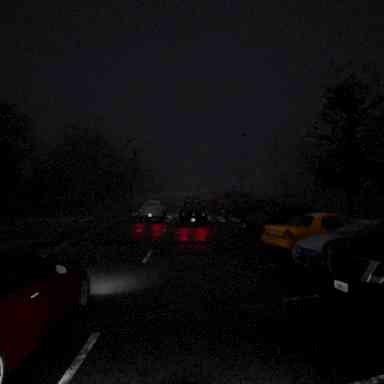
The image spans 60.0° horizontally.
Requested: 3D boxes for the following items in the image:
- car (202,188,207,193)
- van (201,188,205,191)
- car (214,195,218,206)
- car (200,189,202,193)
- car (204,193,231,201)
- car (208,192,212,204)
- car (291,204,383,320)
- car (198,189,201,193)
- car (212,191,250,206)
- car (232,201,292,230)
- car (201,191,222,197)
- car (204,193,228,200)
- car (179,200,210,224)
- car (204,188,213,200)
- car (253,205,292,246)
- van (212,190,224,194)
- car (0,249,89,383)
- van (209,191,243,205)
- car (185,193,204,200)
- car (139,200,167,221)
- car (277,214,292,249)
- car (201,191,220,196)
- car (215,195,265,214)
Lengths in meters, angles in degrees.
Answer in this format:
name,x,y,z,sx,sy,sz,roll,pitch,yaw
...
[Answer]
name,x,y,z,sx,sy,sz,roll,pitch,yaw
car,5.057,0.848,51.346,5.566,2.045,2.435,1,0,-20
van,4.906,0.570,72.171,4.442,1.987,1.878,0,2,-20
car,5.038,1.294,33.437,4.674,1.452,2.002,1,0,-20
car,4.981,0.607,75.200,4.553,1.767,2.185,0,1,-20
car,5.042,0.937,66.273,4.792,1.488,2.163,0,1,-20
car,5.029,1.178,42.384,4.892,1.521,2.231,1,0,-20
car,5.043,1.221,6.396,5.566,2.045,2.435,1,1,-20
car,4.830,0.594,81.111,5.366,1.575,1.946,0,2,-20
car,5.013,1.103,36.408,4.553,1.767,2.185,1,0,-20
car,5.030,1.413,18.413,4.792,1.488,2.163,1,1,-20
car,5.027,0.558,84.173,4.792,1.488,2.163,0,1,-20
car,5.008,0.892,69.244,4.674,1.452,2.002,0,1,-20
car,0.081,1.453,23.251,1.895,1.301,4.718,0,1,0
car,5.011,0.900,45.350,5.566,2.045,2.435,1,1,-20
car,5.232,1.432,12.490,5.366,1.575,1.946,1,0,-20
van,5.149,0.978,39.442,4.442,1.987,1.878,1,0,-20
car,-2.904,1.514,4.579,1.812,1.442,4.674,0,0,0
van,4.925,0.899,48.303,4.442,1.987,1.878,1,1,-20
car,0.066,1.187,41.544,2.128,1.511,4.902,0,1,0
car,-2.921,1.359,25.431,1.812,1.442,4.674,0,0,0
car,5.067,1.493,9.417,4.674,1.452,2.002,1,1,-20
car,4.991,0.432,90.124,4.674,1.452,2.002,0,1,-20
car,5.020,1.310,30.419,4.792,1.488,2.163,1,1,-20
